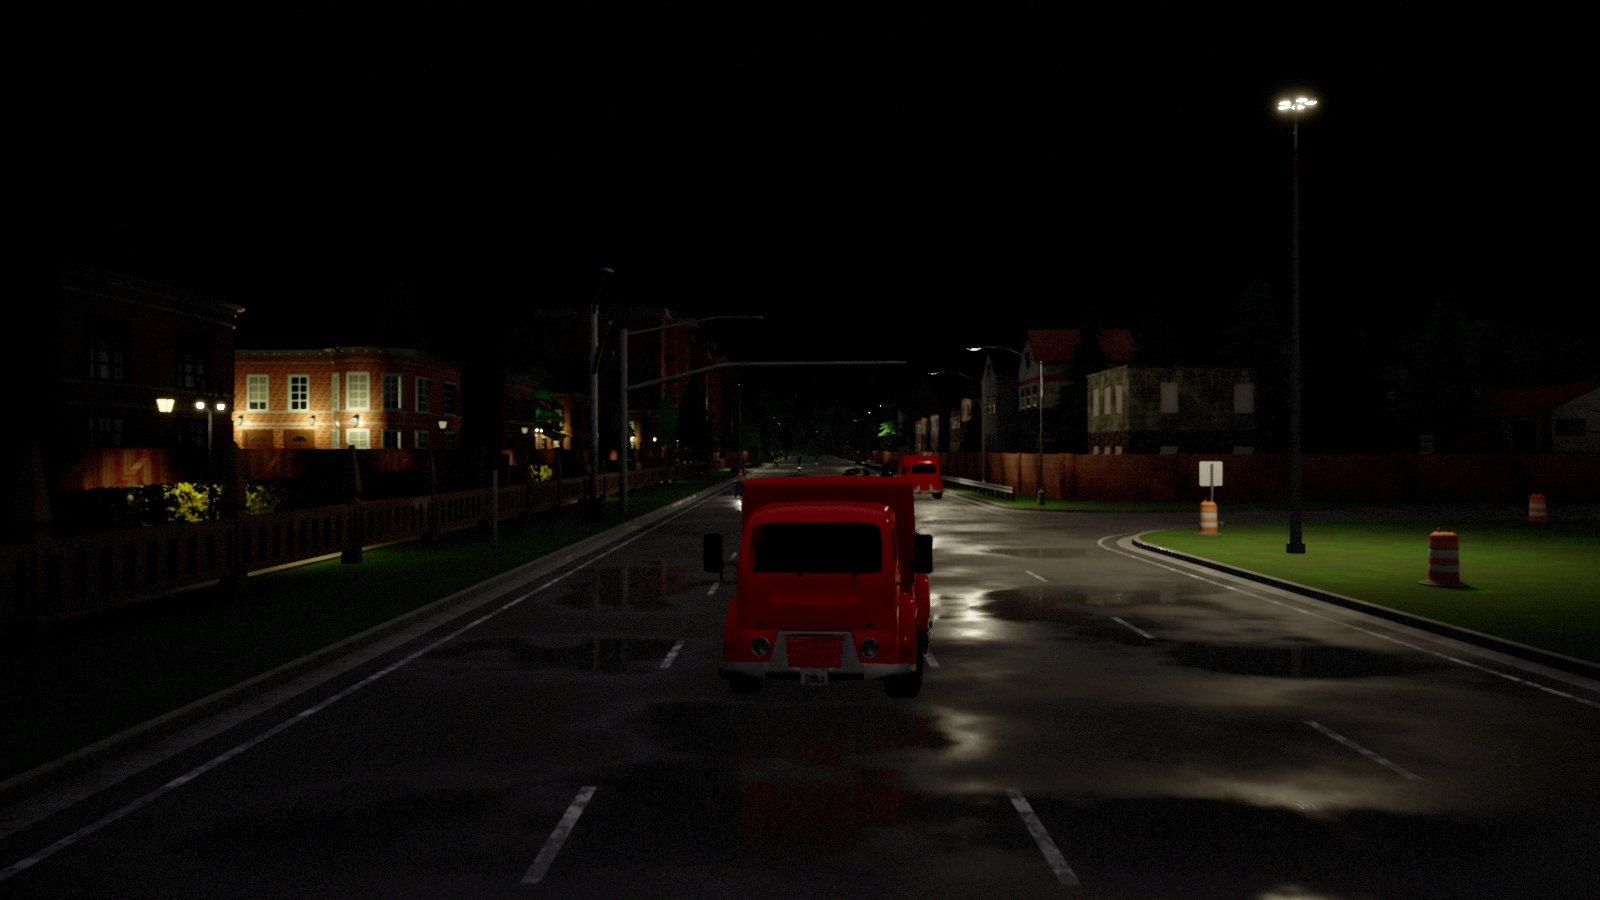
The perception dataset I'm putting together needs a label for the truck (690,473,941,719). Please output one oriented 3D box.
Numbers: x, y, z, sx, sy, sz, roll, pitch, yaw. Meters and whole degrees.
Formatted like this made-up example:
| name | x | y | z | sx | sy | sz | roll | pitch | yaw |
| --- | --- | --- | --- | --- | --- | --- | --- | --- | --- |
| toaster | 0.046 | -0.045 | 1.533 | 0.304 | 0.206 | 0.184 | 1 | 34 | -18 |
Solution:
| name | x | y | z | sx | sy | sz | roll | pitch | yaw |
| --- | --- | --- | --- | --- | --- | --- | --- | --- | --- |
| truck | 0.396 | 1.573 | 14.576 | 2.627 | 2.467 | 5.204 | 0 | 0 | 5 |
